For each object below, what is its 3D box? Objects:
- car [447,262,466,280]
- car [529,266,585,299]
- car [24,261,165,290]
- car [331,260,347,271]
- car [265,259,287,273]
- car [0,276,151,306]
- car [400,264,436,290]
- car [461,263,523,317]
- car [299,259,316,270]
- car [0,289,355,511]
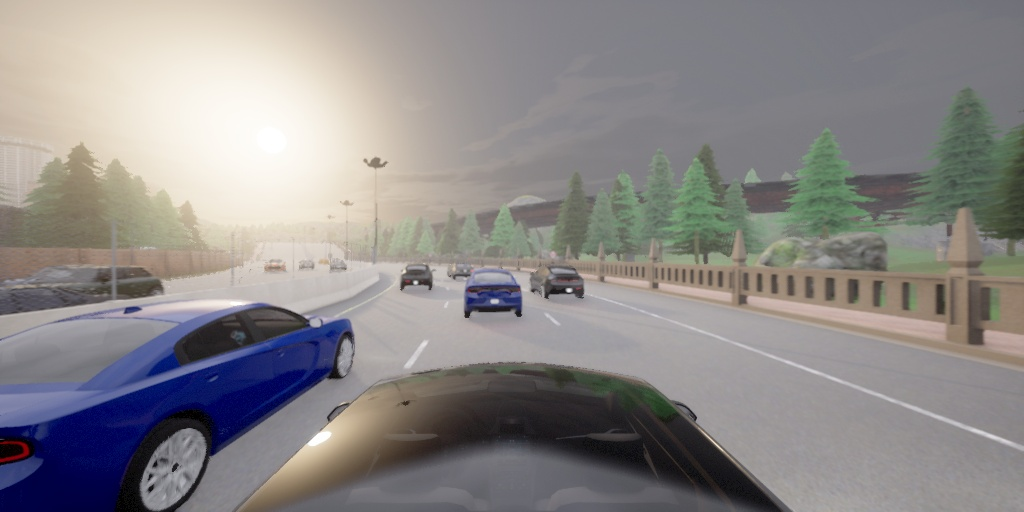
[{"bbox_3d":[-4.496,1.254,31.261,2.033,1.411,5.357,0,0,-17],"label":"car"},{"bbox_3d":[2.085,1.215,17.775,1.837,1.490,4.892,0,0,-9],"label":"car"},{"bbox_3d":[-15.015,1.133,12.654,2.097,1.767,4.553,0,0,-8],"label":"car"},{"bbox_3d":[-23.303,1.231,48.114,2.128,1.511,4.902,0,0,-30],"label":"car"},{"bbox_3d":[-29.477,1.119,44.837,2.097,1.767,4.553,0,0,-30],"label":"car"},{"bbox_3d":[-10.877,1.325,7.171,2.033,1.411,5.357,0,0,-4],"label":"car"},{"bbox_3d":[-5.891,1.234,22.465,1.837,1.490,4.892,0,0,-12],"label":"car"},{"bbox_3d":[-0.785,1.207,13.232,1.882,1.535,5.008,0,0,-6],"label":"car"},{"bbox_3d":[-30.054,1.245,52.588,2.128,1.511,4.902,0,0,-32],"label":"car"},{"bbox_3d":[-3.591,1.235,4.200,1.882,1.535,5.008,0,0,-2],"label":"car"}]
